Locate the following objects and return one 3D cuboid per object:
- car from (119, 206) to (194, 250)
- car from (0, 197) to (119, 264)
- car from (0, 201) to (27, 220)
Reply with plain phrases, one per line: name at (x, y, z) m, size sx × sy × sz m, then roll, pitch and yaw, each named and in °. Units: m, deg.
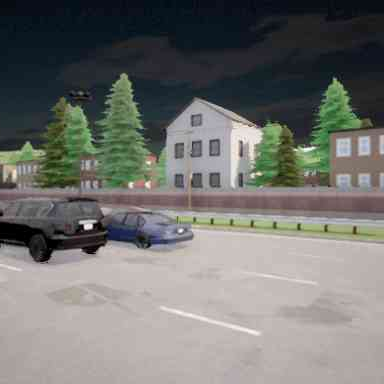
car at (-2.470, 1.533, 14.285) m, size 5.357 × 1.411 × 2.033 m, roll 0°, pitch 0°, yaw 36°
car at (-5.455, 1.203, 12.129) m, size 5.566 × 2.045 × 2.150 m, roll 0°, pitch 0°, yaw 36°
car at (-16.133, 1.522, 28.373) m, size 4.181 × 1.385 × 1.994 m, roll 0°, pitch 0°, yaw 36°
